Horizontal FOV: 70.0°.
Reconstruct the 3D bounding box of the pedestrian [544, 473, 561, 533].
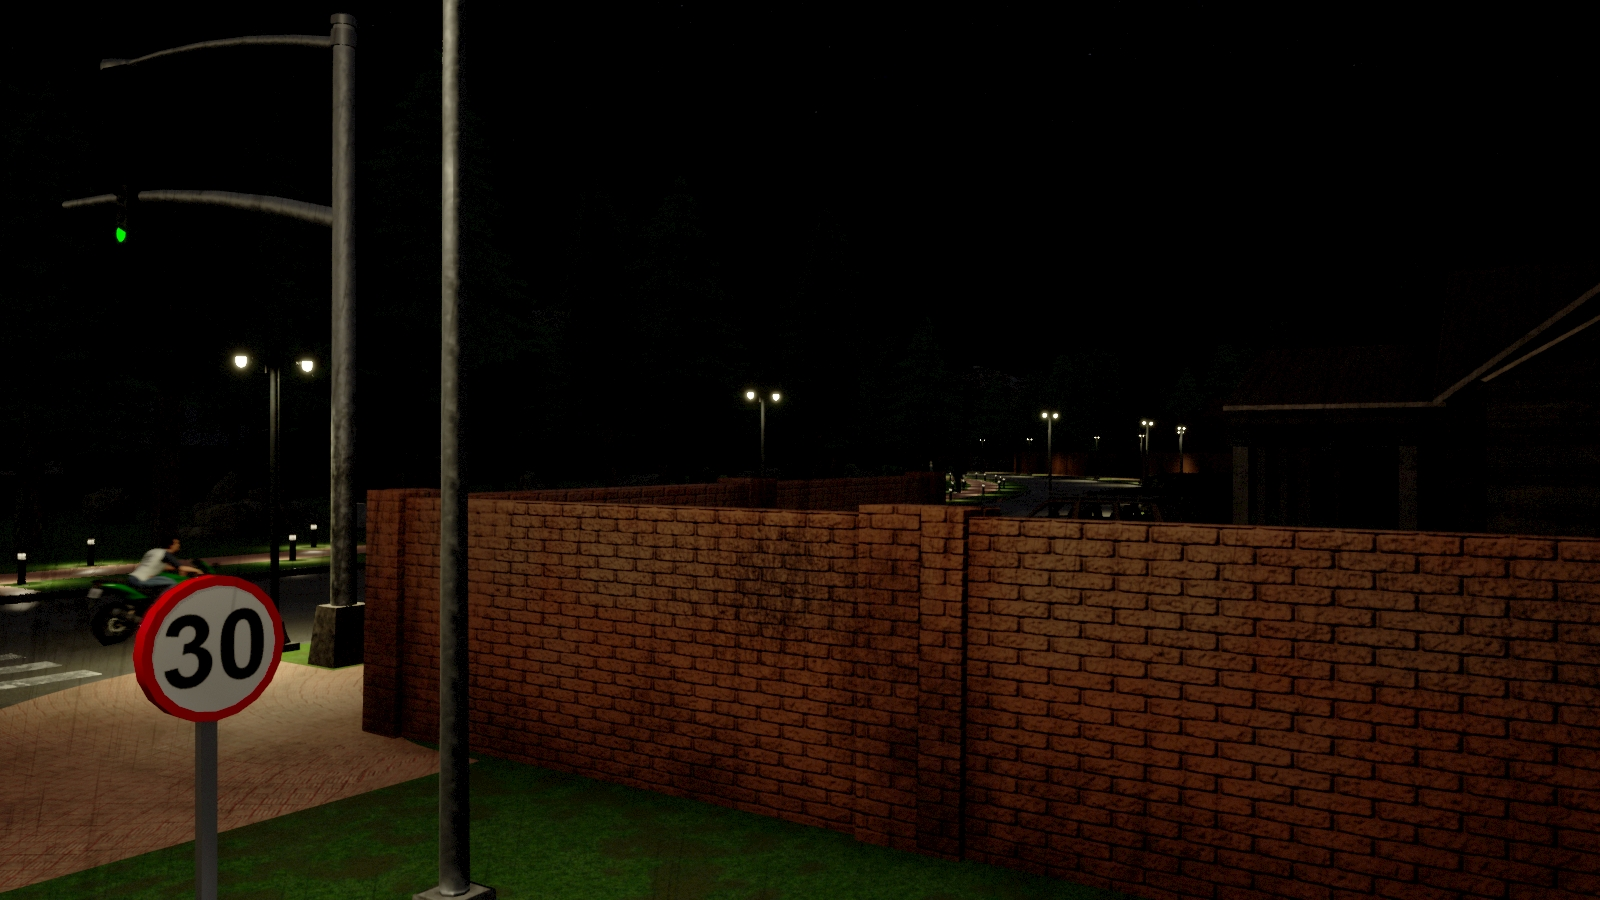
[{"bbox_3d":[-7.753,1.665,35.805,0.375,1.860,0.375,0,0,31],"label":"pedestrian"}]
